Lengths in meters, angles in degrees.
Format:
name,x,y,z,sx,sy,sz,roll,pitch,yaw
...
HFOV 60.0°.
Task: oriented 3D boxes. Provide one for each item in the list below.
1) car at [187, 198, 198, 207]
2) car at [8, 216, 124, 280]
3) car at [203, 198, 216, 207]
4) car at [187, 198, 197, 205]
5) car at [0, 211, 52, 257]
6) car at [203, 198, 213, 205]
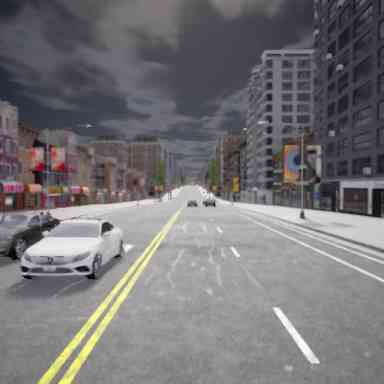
name,x,y,z,sx,sy,sz,roll,pitch,yaw
car,0.050,2.026,60.471,1.895,1.301,4.718,0,-1,0
car,-3.309,1.534,10.094,1.812,1.442,4.674,0,0,0
car,3.300,1.926,60.018,1.837,1.490,4.892,0,-1,0
car,0.059,2.030,70.453,2.128,1.511,4.902,0,-1,0
car,-6.540,1.502,12.520,2.128,1.511,4.902,0,0,0
car,3.309,2.062,70.450,1.994,1.385,4.181,0,-1,0
